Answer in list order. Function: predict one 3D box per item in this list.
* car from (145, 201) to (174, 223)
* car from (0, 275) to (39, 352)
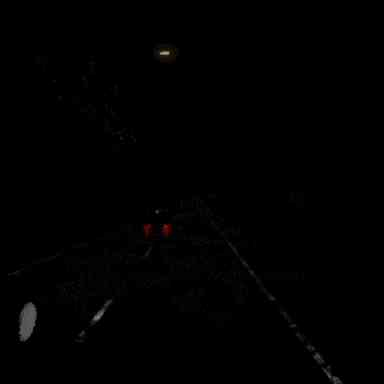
[{"bbox_3d":[-2.753,1.685,29.350,2.097,1.767,4.553,0,-1,2],"label":"car"},{"bbox_3d":[-3.390,1.517,3.372,1.882,1.535,5.008,0,-1,0],"label":"car"}]
